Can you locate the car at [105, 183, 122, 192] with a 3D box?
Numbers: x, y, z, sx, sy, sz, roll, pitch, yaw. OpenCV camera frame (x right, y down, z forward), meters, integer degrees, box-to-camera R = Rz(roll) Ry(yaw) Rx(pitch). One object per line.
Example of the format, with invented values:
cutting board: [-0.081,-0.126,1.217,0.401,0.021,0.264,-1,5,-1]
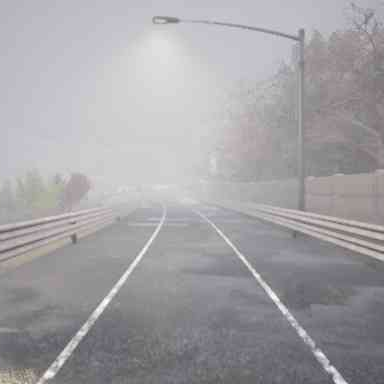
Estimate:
car: [-20.816,-0.813,90.330,2.097,1.767,4.553,1,4,15]
